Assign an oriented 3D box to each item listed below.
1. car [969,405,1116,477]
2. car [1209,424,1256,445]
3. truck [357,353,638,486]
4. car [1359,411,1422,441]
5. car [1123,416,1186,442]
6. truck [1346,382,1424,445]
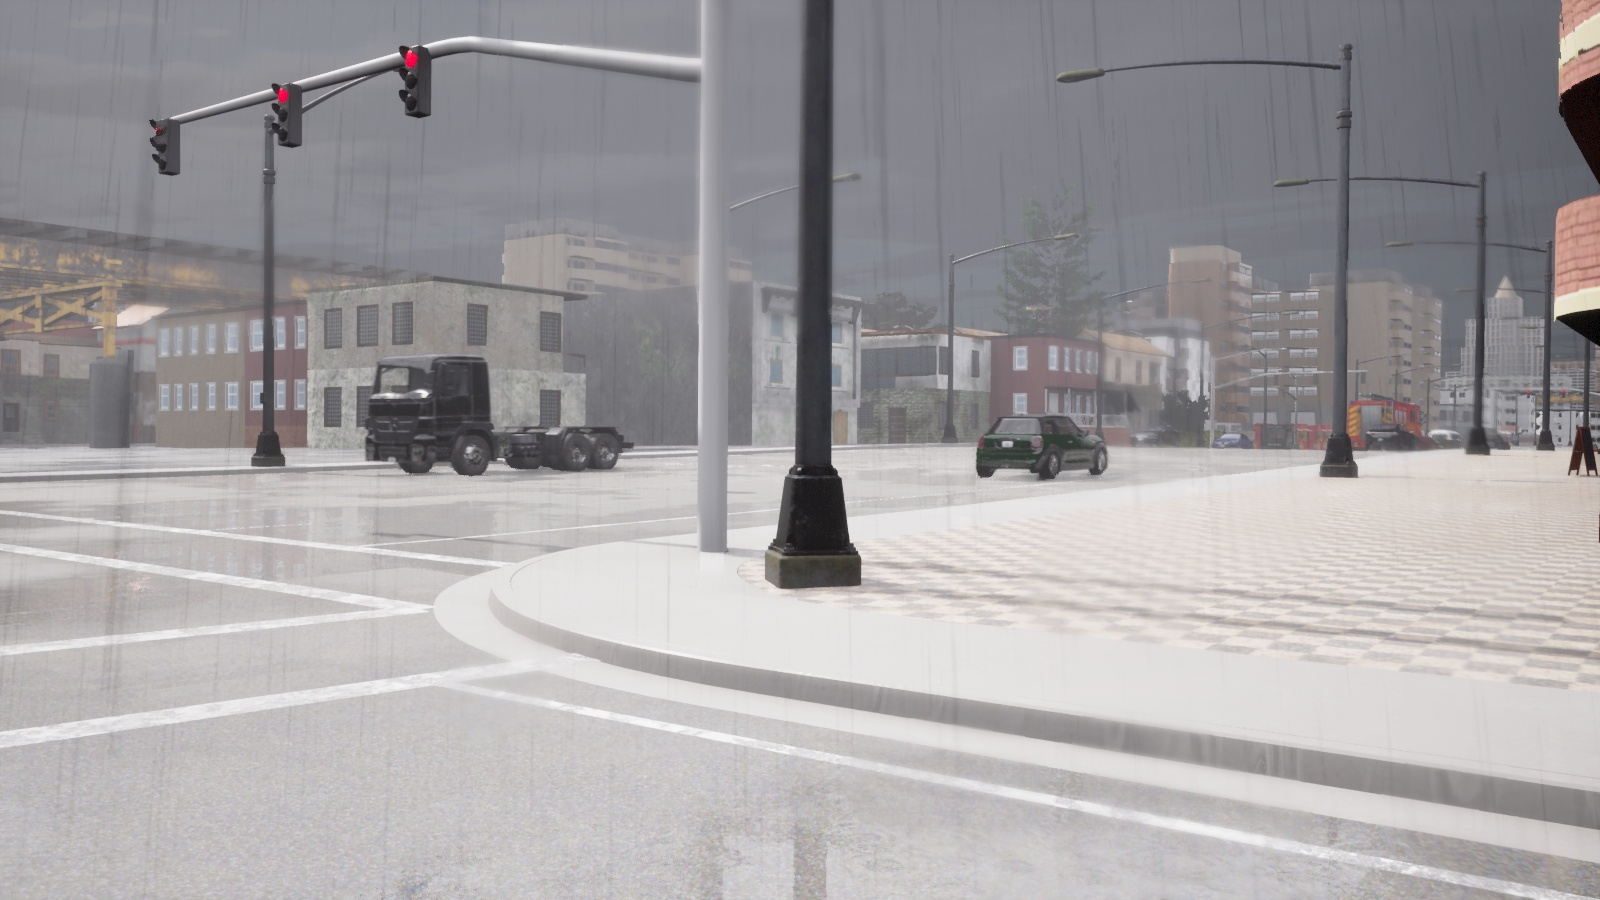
[{"bbox_3d":[6.630,-0.295,33.899,2.097,1.767,4.553,0,2,37],"label":"car"},{"bbox_3d":[30.939,-1.077,89.720,1.812,1.442,4.674,0,0,37],"label":"car"},{"bbox_3d":[-8.615,-0.923,36.897,2.891,3.462,7.936,0,2,37],"label":"truck"},{"bbox_3d":[31.746,-1.281,67.439,2.128,1.511,4.902,0,0,37],"label":"car"},{"bbox_3d":[22.028,-1.291,77.819,2.128,1.511,4.902,0,0,37],"label":"car"},{"bbox_3d":[38.290,-2.275,82.023,2.891,3.827,8.468,0,-1,37],"label":"truck"}]
